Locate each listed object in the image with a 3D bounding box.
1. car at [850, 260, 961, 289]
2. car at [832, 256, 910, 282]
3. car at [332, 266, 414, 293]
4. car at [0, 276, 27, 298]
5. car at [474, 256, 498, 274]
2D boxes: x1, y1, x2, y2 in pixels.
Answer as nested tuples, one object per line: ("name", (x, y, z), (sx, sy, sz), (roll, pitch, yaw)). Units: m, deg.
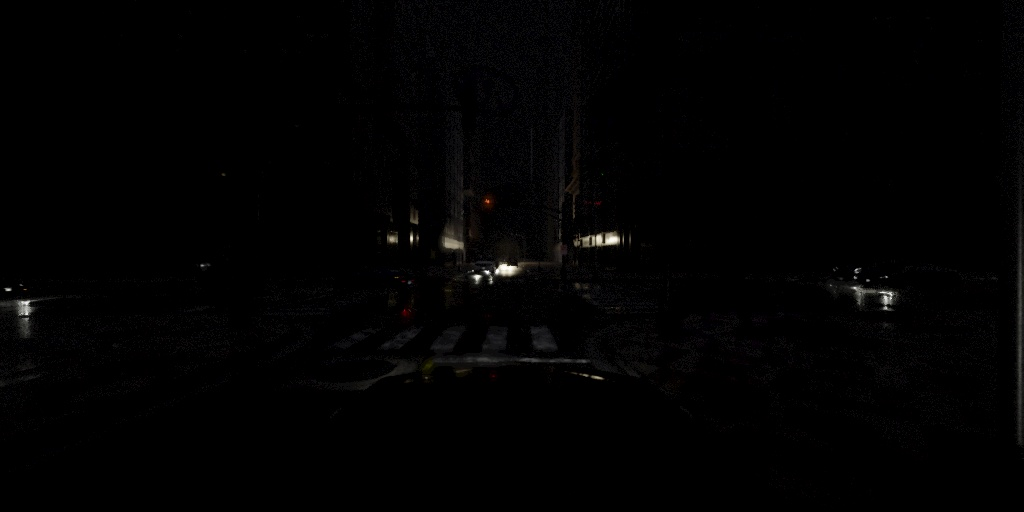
("car", (22.774, 1.112, 20.576), (4.674, 1.442, 1.812), (0, 0, 0))
("car", (24.123, 0.920, 23.818), (4.553, 1.767, 2.097), (0, 0, 0))
("car", (-7.875, 1.295, 20.399), (4.674, 1.442, 1.812), (0, -1, 15))
("car", (-26.645, 1.385, 17.281), (4.892, 1.490, 1.837), (0, 0, 0))
("car", (-3.059, 0.961, 41.158), (2.150, 2.045, 5.566), (0, 0, 0))
